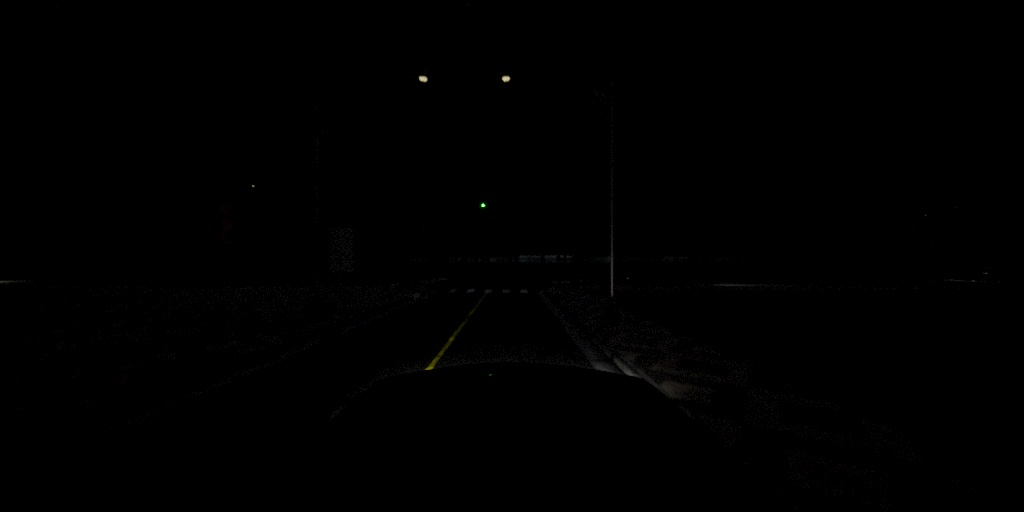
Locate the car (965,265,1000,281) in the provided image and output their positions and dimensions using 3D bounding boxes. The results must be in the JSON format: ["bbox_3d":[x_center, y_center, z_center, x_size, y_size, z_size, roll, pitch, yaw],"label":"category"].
[{"bbox_3d":[46.676,1.609,34.452,4.674,1.442,1.812,0,0,0],"label":"car"}]

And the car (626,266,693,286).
[{"bbox_3d":[11.530,1.535,28.129,4.902,1.511,2.128,0,0,0],"label":"car"}]
